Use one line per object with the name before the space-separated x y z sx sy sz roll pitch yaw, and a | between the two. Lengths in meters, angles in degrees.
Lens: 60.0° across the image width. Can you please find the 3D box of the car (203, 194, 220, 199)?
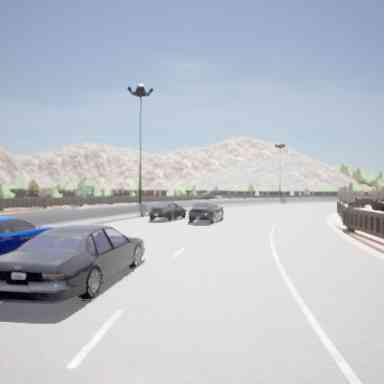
car | 4.764 1.548 61.522 1.882 1.535 5.008 0 0 38

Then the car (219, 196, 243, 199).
car | 7.512 1.568 59.315 2.128 1.511 4.902 0 0 38

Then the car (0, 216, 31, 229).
car | -5.993 1.467 10.193 1.882 1.535 5.008 0 0 9

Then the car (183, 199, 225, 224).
car | 1.173 1.534 25.362 1.837 1.490 4.892 0 0 19

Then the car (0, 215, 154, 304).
car | -2.733 1.546 8.409 2.033 1.411 5.357 0 0 8

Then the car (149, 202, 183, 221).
car | -1.921 1.544 27.110 1.812 1.442 4.674 0 0 19

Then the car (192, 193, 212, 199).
car | 2.211 1.285 63.992 2.150 2.045 5.566 0 0 38
